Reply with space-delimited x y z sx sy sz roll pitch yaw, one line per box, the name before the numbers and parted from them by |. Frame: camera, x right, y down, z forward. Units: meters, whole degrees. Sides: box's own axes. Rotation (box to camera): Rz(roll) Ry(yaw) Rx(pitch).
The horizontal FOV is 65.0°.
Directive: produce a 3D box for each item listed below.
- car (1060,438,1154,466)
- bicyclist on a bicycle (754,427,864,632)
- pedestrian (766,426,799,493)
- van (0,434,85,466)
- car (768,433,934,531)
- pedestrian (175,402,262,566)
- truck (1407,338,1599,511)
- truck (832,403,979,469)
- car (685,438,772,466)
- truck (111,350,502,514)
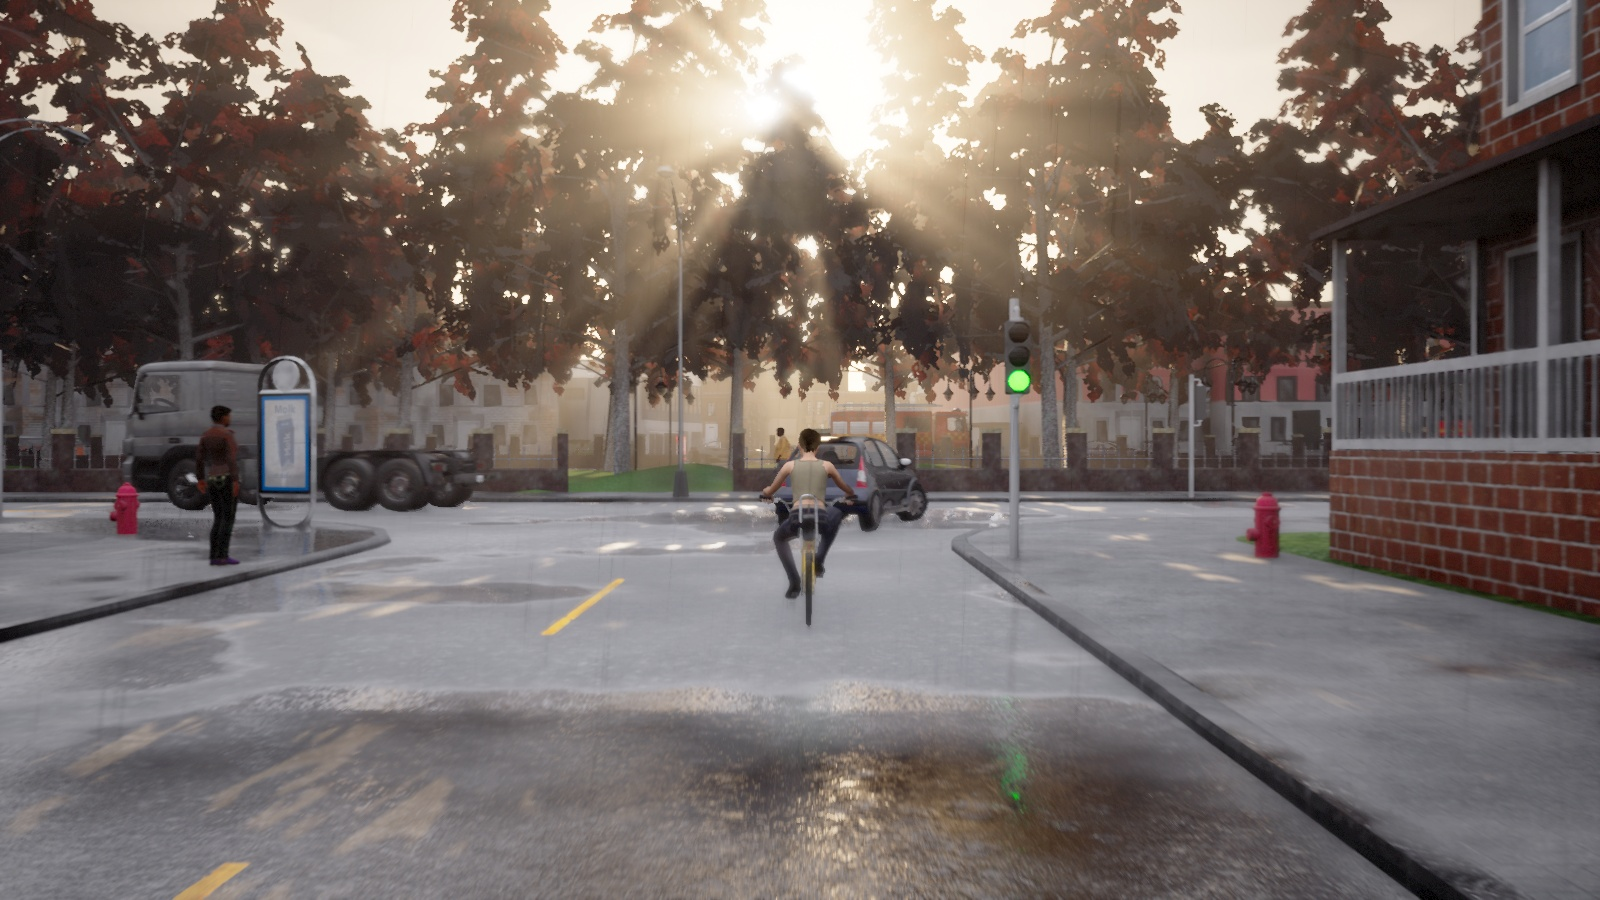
car | 18.219 0.119 74.656 5.027 1.651 2.152 0 0 0
bicyclist on a bicycle | 0.075 0.623 10.654 0.866 1.612 1.509 0 0 0
pedestrian | -0.469 0.260 34.803 0.900 1.855 0.874 0 0 0
van | -47.655 0.016 78.922 4.442 1.987 1.775 0 0 0
car | 1.029 0.517 22.853 1.851 1.617 3.988 0 0 21
pedestrian | -6.581 0.371 14.233 0.328 1.805 0.869 0 0 30
truck | 19.154 -0.569 29.456 8.468 3.827 2.891 0 0 -3
truck | 6.183 -0.834 74.709 8.468 3.827 2.891 0 0 0
car | -4.206 0.100 74.765 5.027 1.651 2.152 0 0 1
truck | -11.132 -0.406 28.657 7.936 3.462 2.891 0 1 10
